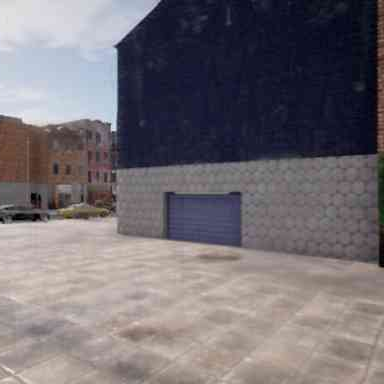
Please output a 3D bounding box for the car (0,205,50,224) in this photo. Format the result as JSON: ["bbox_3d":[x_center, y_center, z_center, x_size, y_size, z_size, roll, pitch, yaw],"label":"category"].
[{"bbox_3d":[-12.978,1.645,25.059,1.947,1.339,4.313,-1,-1,35],"label":"car"}]

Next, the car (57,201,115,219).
[{"bbox_3d":[-9.626,1.650,29.784,1.752,1.417,4.829,-1,-1,35],"label":"car"}]

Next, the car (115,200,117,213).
[{"bbox_3d":[-7.627,1.669,37.148,1.837,1.490,4.892,0,0,35],"label":"car"}]
